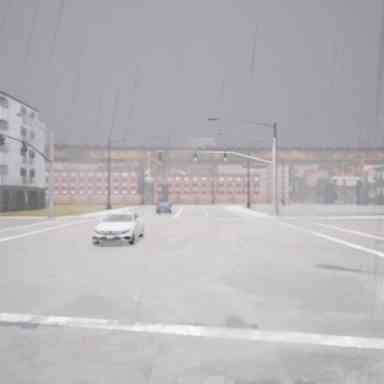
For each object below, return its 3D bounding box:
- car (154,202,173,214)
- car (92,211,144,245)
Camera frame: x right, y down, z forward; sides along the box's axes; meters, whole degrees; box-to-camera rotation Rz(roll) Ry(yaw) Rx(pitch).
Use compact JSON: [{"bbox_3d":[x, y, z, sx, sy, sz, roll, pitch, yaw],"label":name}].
[{"bbox_3d":[-3.483,1.983,41.837,1.812,1.442,4.674,0,0,0],"label":"car"},{"bbox_3d":[-3.490,1.680,16.462,1.812,1.442,4.674,0,-1,0],"label":"car"}]
